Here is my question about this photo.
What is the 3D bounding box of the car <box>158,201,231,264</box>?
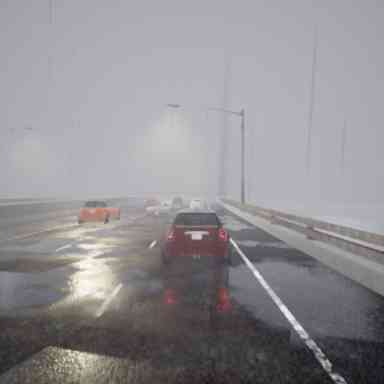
[{"bbox_3d":[0.157,1.355,11.963,2.097,1.767,4.553,0,0,0],"label":"car"}]

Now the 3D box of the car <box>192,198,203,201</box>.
[{"bbox_3d":[0.689,1.562,43.637,1.812,1.442,4.674,0,0,2],"label":"car"}]

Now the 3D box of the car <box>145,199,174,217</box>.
[{"bbox_3d":[-3.081,1.622,31.950,1.895,1.301,4.718,0,0,1],"label":"car"}]

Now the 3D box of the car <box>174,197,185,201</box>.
[{"bbox_3d":[-2.380,1.570,57.876,1.837,1.490,4.892,0,0,2],"label":"car"}]

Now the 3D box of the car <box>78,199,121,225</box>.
[{"bbox_3d":[-6.702,1.365,24.590,2.097,1.767,4.553,0,0,1],"label":"car"}]
